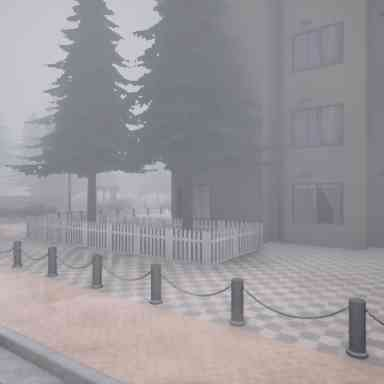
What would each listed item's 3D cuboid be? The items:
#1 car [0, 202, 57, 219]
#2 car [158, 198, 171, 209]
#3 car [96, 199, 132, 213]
[{"bbox_3d":[-14.342,1.585,28.769,1.895,1.301,4.718,0,0,37],"label":"car"},{"bbox_3d":[-2.478,1.510,44.447,1.812,1.442,4.674,0,0,37],"label":"car"},{"bbox_3d":[-8.716,1.476,36.217,2.128,1.511,4.902,0,0,37],"label":"car"}]
